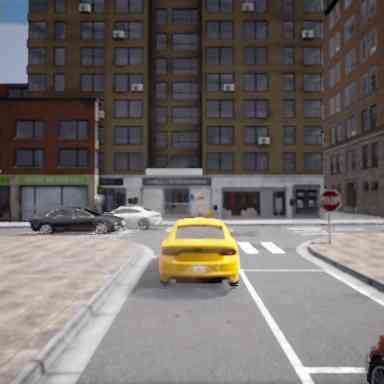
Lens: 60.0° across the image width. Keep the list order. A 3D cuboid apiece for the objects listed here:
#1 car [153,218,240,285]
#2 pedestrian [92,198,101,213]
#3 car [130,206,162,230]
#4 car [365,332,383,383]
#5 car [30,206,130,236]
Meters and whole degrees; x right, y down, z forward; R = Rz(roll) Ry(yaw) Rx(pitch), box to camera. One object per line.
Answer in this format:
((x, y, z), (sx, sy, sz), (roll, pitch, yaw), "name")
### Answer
((0.226, 1.496, 9.587), (1.882, 1.535, 5.008), (0, 0, 2), "car")
((-6.829, 1.331, 23.860), (0.375, 1.860, 0.375), (0, -1, 0), "pedestrian")
((-4.210, 1.628, 20.933), (4.674, 1.442, 1.812), (-1, -1, 0), "car")
((2.651, 1.586, 1.780), (1.802, 1.307, 4.206), (1, 0, 0), "car")
((-6.109, 1.566, 17.991), (4.892, 1.490, 1.837), (-1, -1, 0), "car")
